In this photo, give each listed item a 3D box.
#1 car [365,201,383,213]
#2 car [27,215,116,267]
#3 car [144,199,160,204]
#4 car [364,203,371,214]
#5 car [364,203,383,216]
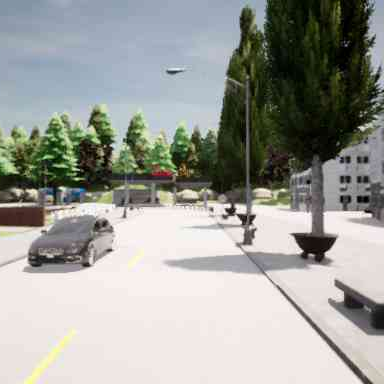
[{"bbox_3d":[23.931,1.918,42.988,1.845,1.501,3.633,0,-1,11],"label":"car"},{"bbox_3d":[-4.056,1.642,11.986,1.837,1.490,4.892,0,-1,0],"label":"car"},{"bbox_3d":[-9.038,2.261,75.222,3.633,1.501,1.845,0,-1,0],"label":"car"},{"bbox_3d":[23.543,1.973,40.216,4.536,1.218,1.853,0,-1,30],"label":"car"},{"bbox_3d":[23.588,2.130,40.189,4.974,1.542,2.038,0,-1,30],"label":"car"}]
